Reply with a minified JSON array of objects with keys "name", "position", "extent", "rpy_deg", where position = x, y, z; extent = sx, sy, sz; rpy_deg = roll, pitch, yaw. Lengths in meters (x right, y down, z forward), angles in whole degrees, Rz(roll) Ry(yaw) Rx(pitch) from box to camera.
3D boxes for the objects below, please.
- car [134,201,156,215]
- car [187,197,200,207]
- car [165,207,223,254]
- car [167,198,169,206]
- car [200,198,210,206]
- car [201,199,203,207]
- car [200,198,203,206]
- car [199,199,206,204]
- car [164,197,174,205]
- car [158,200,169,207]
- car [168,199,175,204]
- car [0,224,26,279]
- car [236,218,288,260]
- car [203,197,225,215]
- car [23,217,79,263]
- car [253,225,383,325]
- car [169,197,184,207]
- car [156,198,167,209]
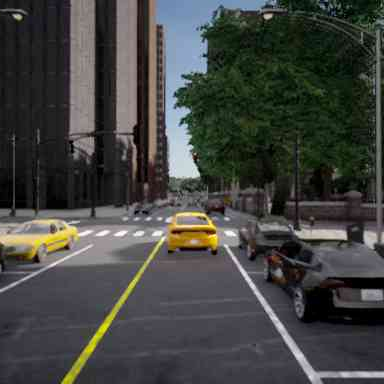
[{"name":"car","position":[-5.751,1.971,39.352],"extent":[1.947,1.339,4.313],"rpy_deg":[0,-1,0]},{"name":"car","position":[0.043,2.193,66.040],"extent":[2.128,1.511,4.902],"rpy_deg":[0,0,1]},{"name":"car","position":[-0.110,1.621,14.193],"extent":[1.882,1.535,5.008],"rpy_deg":[0,0,-4]},{"name":"car","position":[-5.745,2.228,61.178],"extent":[1.802,1.307,4.206],"rpy_deg":[0,-1,0]},{"name":"car","position":[2.783,2.208,72.097],"extent":[1.967,1.590,4.097],"rpy_deg":[0,-1,0]},{"name":"car","position":[2.777,2.091,50.270],"extent":[1.947,1.339,4.313],"rpy_deg":[0,-1,0]},{"name":"car","position":[2.779,2.136,55.727],"extent":[2.008,1.369,4.403],"rpy_deg":[0,-1,0]},{"name":"car","position":[2.788,2.478,88.634],"extent":[1.752,1.417,4.829],"rpy_deg":[0,-1,0]},{"name":"car","position":[-5.739,2.204,83.008],"extent":[2.192,1.841,5.009],"rpy_deg":[0,-1,0]},{"name":"car","position":[-5.743,2.289,66.635],"extent":[1.802,1.307,4.206],"rpy_deg":[0,-1,0]},{"name":"car","position":[-5.736,2.558,93.919],"extent":[1.887,1.381,4.507],"rpy_deg":[0,-1,0]},{"name":"car","position":[-5.759,1.624,7.176],"extent":[2.008,1.369,4.403],"rpy_deg":[0,-1,0]},{"name":"car","position":[2.767,1.679,12.695],"extent":[2.008,1.369,4.403],"rpy_deg":[0,-1,0]},{"name":"car","position":[2.774,1.720,39.361],"extent":[2.192,1.841,5.009],"rpy_deg":[0,-1,0]},{"name":"car","position":[-5.758,1.652,12.518],"extent":[1.752,1.417,4.829],"rpy_deg":[0,-1,0]},{"name":"car","position":[2.766,1.639,7.182],"extent":[1.947,1.339,4.313],"rpy_deg":[0,-1,0]},{"name":"car","position":[-3.018,2.170,62.931],"extent":[1.837,1.490,4.892],"rpy_deg":[0,-1,1]},{"name":"car","position":[-5.746,2.137,55.721],"extent":[2.008,1.369,4.403],"rpy_deg":[0,-1,0]}]
